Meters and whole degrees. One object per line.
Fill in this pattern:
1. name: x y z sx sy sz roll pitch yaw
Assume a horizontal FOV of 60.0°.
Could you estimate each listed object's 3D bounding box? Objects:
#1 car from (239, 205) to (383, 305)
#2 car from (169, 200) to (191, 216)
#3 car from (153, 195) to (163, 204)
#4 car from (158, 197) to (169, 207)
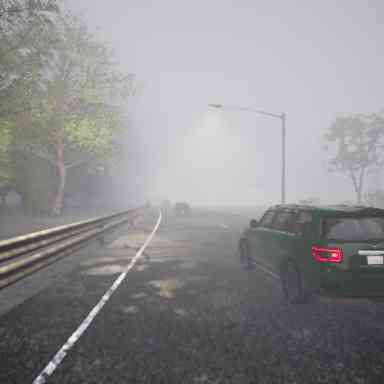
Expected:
1. car: 2.896 1.335 8.583 2.150 2.045 5.566 0 -1 -8
2. car: -1.285 1.930 38.235 1.837 1.490 4.892 0 -1 -8
3. car: -8.959 2.179 92.756 2.150 2.045 5.566 0 -1 -8
4. car: -5.169 2.208 65.823 1.837 1.490 4.892 0 -1 -8
